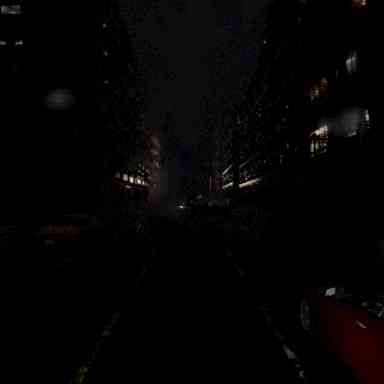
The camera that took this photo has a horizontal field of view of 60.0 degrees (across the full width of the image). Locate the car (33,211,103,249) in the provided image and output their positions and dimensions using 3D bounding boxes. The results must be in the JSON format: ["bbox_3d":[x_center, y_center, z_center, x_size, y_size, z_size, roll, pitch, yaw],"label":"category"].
[{"bbox_3d":[-5.293,1.567,14.767,1.752,1.417,4.829,2,0,0],"label":"car"}]

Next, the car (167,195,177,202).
[{"bbox_3d":[-5.284,1.723,86.828,2.192,1.841,5.009,1,0,0],"label":"car"}]

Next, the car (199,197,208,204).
[{"bbox_3d":[2.590,1.878,75.704,1.887,1.381,4.507,1,0,0],"label":"car"}]

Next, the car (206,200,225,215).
[{"bbox_3d":[2.588,1.651,37.160,1.752,1.417,4.829,1,0,0],"label":"car"}]

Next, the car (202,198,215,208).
[{"bbox_3d":[2.588,1.751,53.580,1.887,1.381,4.507,1,0,0],"label":"car"}]

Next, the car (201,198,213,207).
[{"bbox_3d":[2.589,1.786,59.112,2.008,1.369,4.403,1,0,0],"label":"car"}]

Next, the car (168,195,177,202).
[{"bbox_3d":[-5.283,1.762,92.357,2.192,1.841,5.009,1,0,0],"label":"car"}]

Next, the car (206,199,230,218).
[{"bbox_3d":[2.587,1.647,31.458,1.887,1.381,4.507,1,0,0],"label":"car"}]

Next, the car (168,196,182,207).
[{"bbox_3d":[-2.806,1.790,57.256,1.994,1.385,4.181,0,0,0],"label":"car"}]

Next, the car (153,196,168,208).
[{"bbox_3d":[-5.291,1.732,53.474,1.752,1.417,4.829,2,0,0],"label":"car"}]

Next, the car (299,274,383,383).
[{"bbox_3d":[2.584,1.592,3.809,1.802,1.307,4.206,1,0,0],"label":"car"}]

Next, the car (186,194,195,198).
[{"bbox_3d":[0.006,1.483,67.878,2.150,2.045,5.566,0,0,0],"label":"car"}]

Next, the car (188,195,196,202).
[{"bbox_3d":[0.007,1.641,82.823,2.097,1.767,4.553,0,0,0],"label":"car"}]

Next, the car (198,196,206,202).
[{"bbox_3d":[2.601,1.847,86.766,1.967,1.590,4.097,1,0,0],"label":"car"}]

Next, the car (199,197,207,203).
[{"bbox_3d":[2.591,1.914,81.233,1.887,1.381,4.507,1,0,0],"label":"car"}]

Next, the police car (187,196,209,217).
[{"bbox_3d":[0.712,1.530,32.233,1.930,1.638,5.238,0,0,0],"label":"police car"}]
